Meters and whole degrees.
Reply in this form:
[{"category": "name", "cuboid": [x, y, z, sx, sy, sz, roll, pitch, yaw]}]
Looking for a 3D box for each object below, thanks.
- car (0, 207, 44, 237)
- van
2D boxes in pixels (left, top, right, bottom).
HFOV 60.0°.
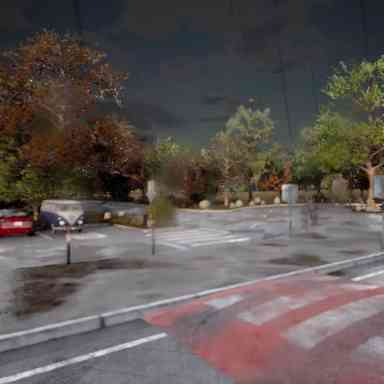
[{"category": "car", "cuboid": [-10.457, 1.718, 19.318, 2.163, 1.488, 4.792, 1, -1, -36]}, {"category": "van", "cuboid": [-8.112, 1.507, 20.814, 1.878, 1.987, 4.442, 1, -1, -36]}]
